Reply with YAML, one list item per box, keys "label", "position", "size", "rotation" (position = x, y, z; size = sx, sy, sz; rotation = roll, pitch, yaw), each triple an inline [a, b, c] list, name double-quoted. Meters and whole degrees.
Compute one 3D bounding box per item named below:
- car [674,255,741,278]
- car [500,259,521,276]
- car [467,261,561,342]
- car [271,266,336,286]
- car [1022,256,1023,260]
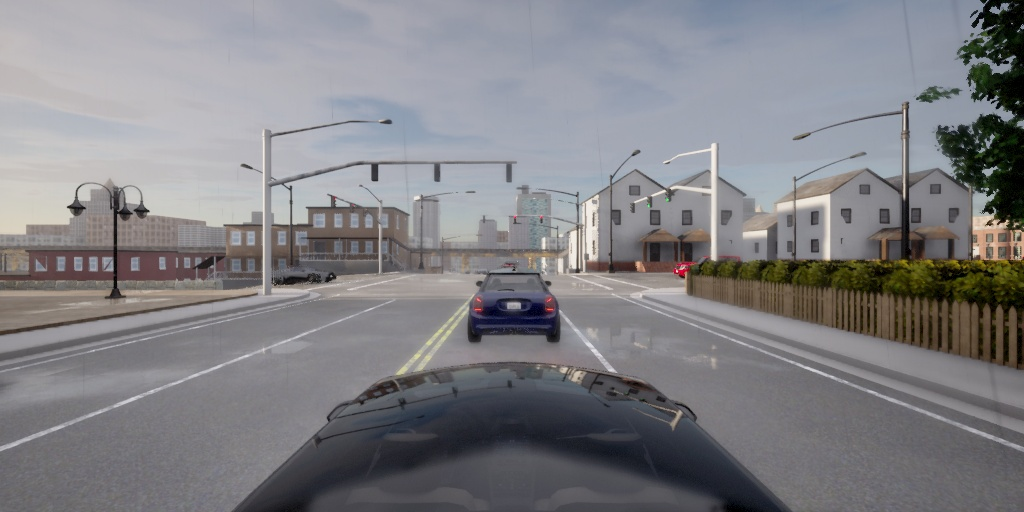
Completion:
- label: "car"
  position: [17.029, 0.971, 31.031]
  size: [5.566, 2.045, 2.150]
  rotation: [0, 0, -1]
- label: "car"
  position: [-0.080, 1.370, 39.702]
  size: [1.837, 1.490, 4.892]
  rotation: [1, -6, 5]
- label: "car"
  position: [0.051, 1.102, 9.905]
  size: [2.097, 1.767, 4.553]
  rotation: [0, 0, 0]
- label: "car"
  position: [-15.509, 1.445, 26.789]
  size: [4.181, 1.385, 1.994]
  rotation: [-4, 0, -1]
- label: "car"
  position: [42.772, 0.971, 27.757]
  size: [5.566, 2.045, 2.150]
  rotation: [0, 0, -1]
